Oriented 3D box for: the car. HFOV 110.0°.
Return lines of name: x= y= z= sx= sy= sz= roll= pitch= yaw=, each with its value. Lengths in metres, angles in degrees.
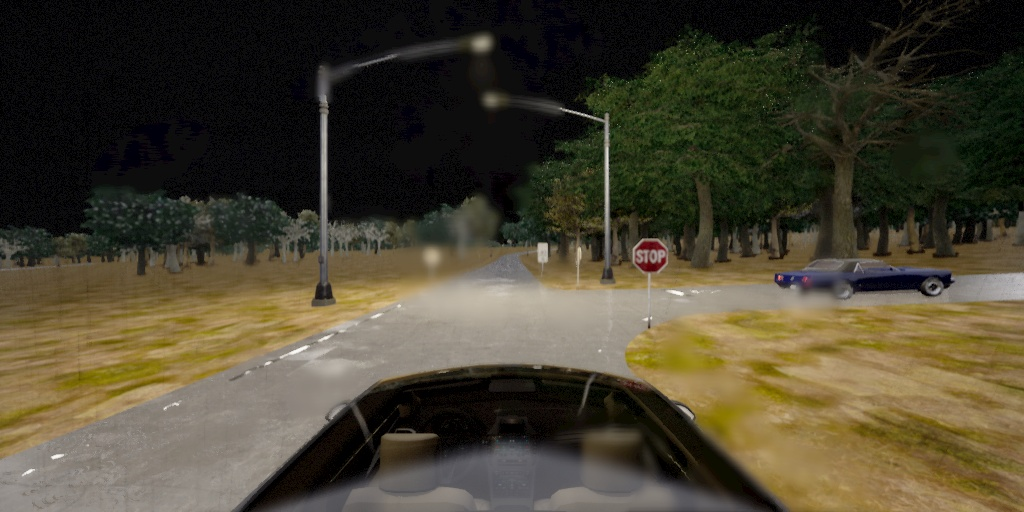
car: x=12.161 y=0.751 z=12.542 sx=4.718 sy=1.301 sz=1.895 roll=-3 pitch=0 yaw=1
